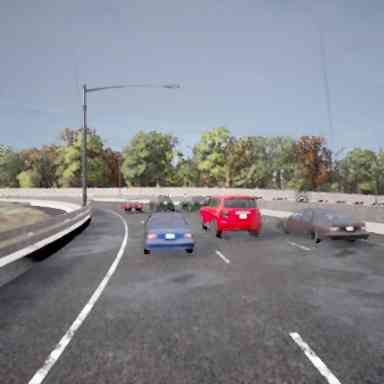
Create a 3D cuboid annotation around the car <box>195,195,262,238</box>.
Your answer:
[{"bbox_3d":[1.852,1.149,17.468,2.150,2.045,5.566,0,1,-9],"label":"car"}]

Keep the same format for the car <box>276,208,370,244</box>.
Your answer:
[{"bbox_3d":[5.739,1.461,15.397,2.033,1.411,5.357,0,0,-9],"label":"car"}]

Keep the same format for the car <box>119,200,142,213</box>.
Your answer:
[{"bbox_3d":[-6.649,1.497,35.609,1.895,1.301,4.718,0,0,-20],"label":"car"}]

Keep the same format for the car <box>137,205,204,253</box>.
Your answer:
[{"bbox_3d":[-1.065,1.501,13.505,2.033,1.411,5.357,0,0,-8],"label":"car"}]

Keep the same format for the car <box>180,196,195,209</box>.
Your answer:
[{"bbox_3d":[0.174,1.209,37.209,2.097,1.767,4.553,0,0,-20],"label":"car"}]

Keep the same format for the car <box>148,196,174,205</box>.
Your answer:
[{"bbox_3d":[-3.523,1.227,37.171,2.097,1.767,4.553,0,0,-20],"label":"car"}]
